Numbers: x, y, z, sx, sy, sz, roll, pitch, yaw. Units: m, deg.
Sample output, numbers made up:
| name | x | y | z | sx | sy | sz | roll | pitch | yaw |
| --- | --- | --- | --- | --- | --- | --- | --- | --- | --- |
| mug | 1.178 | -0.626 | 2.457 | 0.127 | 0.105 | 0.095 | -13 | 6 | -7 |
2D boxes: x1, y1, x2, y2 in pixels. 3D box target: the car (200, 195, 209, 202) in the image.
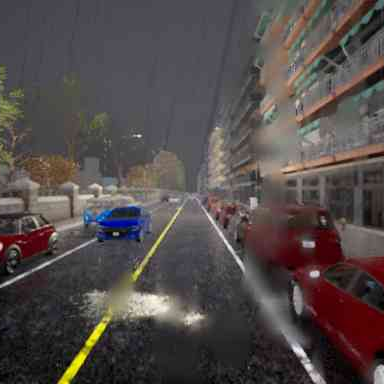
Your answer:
| name | x | y | z | sx | sy | sz | roll | pitch | yaw |
| --- | --- | --- | --- | --- | --- | --- | --- | --- | --- |
| car | 2.714 | 1.420 | 72.000 | 1.887 | 1.381 | 4.507 | 0 | 0 | 0 |

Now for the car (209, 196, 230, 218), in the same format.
| name | x | y | z | sx | sy | sz | roll | pitch | yaw |
| --- | --- | --- | --- | --- | --- | --- | --- | --- | --- |
| car | 2.700 | 1.376 | 26.957 | 1.967 | 1.590 | 4.097 | 0 | 0 | 0 |

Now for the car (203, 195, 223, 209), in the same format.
| name | x | y | z | sx | sy | sz | roll | pitch | yaw |
| --- | --- | --- | --- | --- | --- | --- | --- | --- | --- |
| car | 2.704 | 1.233 | 38.217 | 2.192 | 1.841 | 5.009 | 0 | 0 | 0 |

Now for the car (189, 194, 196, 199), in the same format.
| name | x | y | z | sx | sy | sz | roll | pitch | yaw |
| --- | --- | --- | --- | --- | --- | --- | --- | --- | --- |
| car | 0.030 | 1.328 | 91.859 | 1.895 | 1.301 | 4.718 | 0 | 0 | 0 |

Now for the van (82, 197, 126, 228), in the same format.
| name | x | y | z | sx | sy | sz | roll | pitch | yaw |
| --- | --- | --- | --- | --- | --- | --- | --- | --- | --- |
| van | -5.682 | 1.289 | 21.330 | 1.690 | 1.788 | 3.998 | 0 | 0 | 0 |

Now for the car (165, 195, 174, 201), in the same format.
| name | x | y | z | sx | sy | sz | roll | pitch | yaw |
| --- | --- | --- | --- | --- | --- | --- | --- | --- | --- |
| car | -5.664 | 1.409 | 83.262 | 1.887 | 1.381 | 4.507 | 0 | 0 | 0 |

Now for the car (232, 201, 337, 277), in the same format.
| name | x | y | z | sx | sy | sz | roll | pitch | yaw |
| --- | --- | --- | --- | --- | --- | --- | --- | --- | --- |
| car | 2.696 | 1.288 | 10.066 | 2.192 | 1.841 | 5.009 | 0 | 0 | 0 |

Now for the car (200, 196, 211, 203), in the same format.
| name | x | y | z | sx | sy | sz | roll | pitch | yaw |
| --- | --- | --- | --- | --- | --- | --- | --- | --- | --- |
| car | 2.712 | 1.433 | 66.370 | 2.008 | 1.369 | 4.403 | 0 | 0 | 0 |

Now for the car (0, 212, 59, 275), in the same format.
| name | x | y | z | sx | sy | sz | roll | pitch | yaw |
| --- | --- | --- | --- | --- | --- | --- | --- | --- | --- |
| car | -5.684 | 1.414 | 10.069 | 1.967 | 1.590 | 4.097 | 0 | 0 | 0 |

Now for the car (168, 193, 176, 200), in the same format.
| name | x | y | z | sx | sy | sz | roll | pitch | yaw |
| --- | --- | --- | --- | --- | --- | --- | --- | --- | --- |
| car | -5.661 | 1.180 | 94.521 | 2.192 | 1.841 | 5.009 | 0 | 0 | 0 |

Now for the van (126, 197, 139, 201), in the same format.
| name | x | y | z | sx | sy | sz | roll | pitch | yaw |
| --- | --- | --- | --- | --- | --- | --- | --- | --- | --- |
| van | -5.680 | 1.278 | 26.959 | 1.690 | 1.788 | 3.998 | 0 | 0 | 0 |

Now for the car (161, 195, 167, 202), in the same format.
| name | x | y | z | sx | sy | sz | roll | pitch | yaw |
| --- | --- | --- | --- | --- | --- | --- | --- | --- | --- |
| car | -5.667 | 1.442 | 72.004 | 1.947 | 1.339 | 4.313 | 0 | 0 | 0 |

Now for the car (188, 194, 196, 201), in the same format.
| name | x | y | z | sx | sy | sz | roll | pitch | yaw |
| --- | --- | --- | --- | --- | --- | --- | --- | --- | --- |
| car | 0.025 | 1.284 | 73.343 | 1.895 | 1.301 | 4.718 | 0 | 0 | 0 |

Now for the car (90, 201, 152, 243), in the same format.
| name | x | y | z | sx | sy | sz | roll | pitch | yaw |
| --- | --- | --- | --- | --- | --- | --- | --- | --- | --- |
| car | -3.095 | 1.437 | 16.037 | 1.882 | 1.535 | 5.008 | 0 | 0 | 0 |

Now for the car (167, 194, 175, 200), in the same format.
| name | x | y | z | sx | sy | sz | roll | pitch | yaw |
| --- | --- | --- | --- | --- | --- | --- | --- | --- | --- |
| car | -5.661 | 1.304 | 88.890 | 1.967 | 1.590 | 4.097 | 0 | 0 | 0 |

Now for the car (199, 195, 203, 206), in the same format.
| name | x | y | z | sx | sy | sz | roll | pitch | yaw |
| --- | --- | --- | --- | --- | --- | --- | --- | --- | --- |
| car | 2.368 | 1.423 | 53.927 | 1.812 | 1.442 | 4.674 | 0 | 0 | 0 |

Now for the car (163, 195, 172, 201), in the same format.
| name | x | y | z | sx | sy | sz | roll | pitch | yaw |
| --- | --- | --- | --- | --- | --- | --- | --- | --- | --- |
| car | -5.665 | 1.451 | 77.634 | 1.802 | 1.307 | 4.206 | 0 | 0 | 0 |

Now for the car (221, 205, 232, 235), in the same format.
| name | x | y | z | sx | sy | sz | roll | pitch | yaw |
| --- | --- | --- | --- | --- | --- | --- | --- | --- | --- |
| car | 2.697 | 1.510 | 15.698 | 2.008 | 1.369 | 4.403 | 0 | 0 | 0 |

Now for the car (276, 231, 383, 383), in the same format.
| name | x | y | z | sx | sy | sz | roll | pitch | yaw |
| --- | --- | --- | --- | --- | --- | --- | --- | --- | --- |
| car | 2.693 | 1.532 | 4.437 | 1.887 | 1.381 | 4.507 | 0 | 0 | 0 |

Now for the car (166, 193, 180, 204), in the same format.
| name | x | y | z | sx | sy | sz | roll | pitch | yaw |
| --- | --- | --- | --- | --- | --- | --- | --- | --- | --- |
| car | -3.024 | 1.418 | 58.431 | 1.812 | 1.442 | 4.674 | 0 | 0 | 1 |

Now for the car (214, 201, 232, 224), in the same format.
| name | x | y | z | sx | sy | sz | roll | pitch | yaw |
| --- | --- | --- | --- | --- | --- | --- | --- | --- | --- |
| car | 2.698 | 1.492 | 21.328 | 1.887 | 1.381 | 4.507 | 0 | 0 | 0 |

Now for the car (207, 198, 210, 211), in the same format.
| name | x | y | z | sx | sy | sz | roll | pitch | yaw |
| --- | --- | --- | --- | --- | --- | --- | --- | --- | --- |
| car | 2.702 | 1.508 | 32.588 | 1.802 | 1.307 | 4.206 | 0 | 0 | 0 |

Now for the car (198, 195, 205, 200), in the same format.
| name | x | y | z | sx | sy | sz | roll | pitch | yaw |
| --- | --- | --- | --- | --- | --- | --- | --- | --- | --- |
| car | 2.720 | 1.447 | 94.519 | 1.802 | 1.307 | 4.206 | 0 | 0 | 0 |
